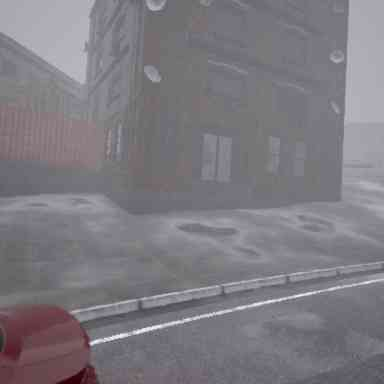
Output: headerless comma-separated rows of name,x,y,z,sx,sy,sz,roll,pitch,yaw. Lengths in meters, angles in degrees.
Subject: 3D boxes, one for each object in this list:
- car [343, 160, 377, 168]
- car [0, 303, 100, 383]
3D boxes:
car,20.982,-3.284,42.395,4.553,1.767,2.185,2,-3,14
car,-2.989,1.469,1.566,5.008,1.535,1.882,0,0,-36
